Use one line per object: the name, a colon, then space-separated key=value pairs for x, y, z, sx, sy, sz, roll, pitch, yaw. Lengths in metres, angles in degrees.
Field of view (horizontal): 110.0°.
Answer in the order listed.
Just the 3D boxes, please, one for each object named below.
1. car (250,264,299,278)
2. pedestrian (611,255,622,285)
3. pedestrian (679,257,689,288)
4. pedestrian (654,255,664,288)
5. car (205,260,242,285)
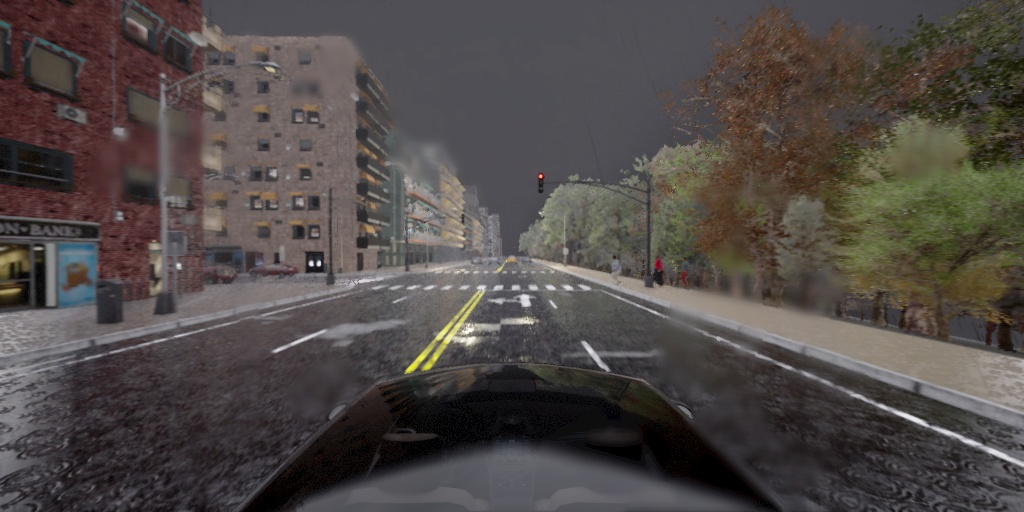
car: x=-22.775 y=1.385 z=34.465 sx=4.207 sy=1.307 sz=1.802 roll=0 pitch=0 yaw=-1
pedestrian: x=5.989 y=0.770 z=20.624 sx=0.375 sy=1.860 sz=0.375 roll=0 pitch=0 yaw=0
pedestrian: x=9.688 y=0.899 z=20.023 sx=0.375 sy=1.860 sz=0.375 roll=0 pitch=0 yaw=0
pedestrian: x=7.928 y=0.776 z=19.423 sx=0.375 sy=1.860 sz=0.375 roll=0 pitch=0 yaw=0
car: x=-22.655 y=1.182 z=25.818 sx=5.009 sy=1.841 sz=2.192 roll=0 pitch=0 yaw=-1
